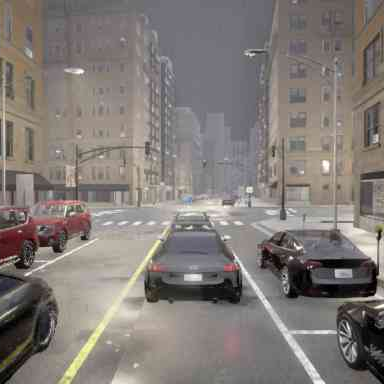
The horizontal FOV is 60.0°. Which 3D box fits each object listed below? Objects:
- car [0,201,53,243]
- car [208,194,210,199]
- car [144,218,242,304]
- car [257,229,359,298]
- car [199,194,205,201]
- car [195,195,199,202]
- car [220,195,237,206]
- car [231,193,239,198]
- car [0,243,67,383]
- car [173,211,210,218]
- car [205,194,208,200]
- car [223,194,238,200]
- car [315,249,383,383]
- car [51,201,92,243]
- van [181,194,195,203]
[{"bbox_3d":[-5.685,1.313,8.297,2.192,1.841,5.009,-1,0,0],"label":"car"},{"bbox_3d":[3.142,1.309,91.986,1.967,1.590,4.097,0,0,9],"label":"car"},{"bbox_3d":[0.039,1.562,8.201,1.994,1.385,4.181,0,0,0],"label":"car"},{"bbox_3d":[2.843,1.564,8.317,1.947,1.339,4.313,-1,0,0],"label":"car"},{"bbox_3d":[1.433,1.405,80.953,1.752,1.417,4.829,0,0,9],"label":"car"},{"bbox_3d":[-0.225,1.337,70.258,1.967,1.590,4.097,0,0,9],"label":"car"},{"bbox_3d":[5.674,1.513,52.657,1.947,1.339,4.313,0,0,9],"label":"car"},{"bbox_3d":[10.724,1.201,85.248,2.192,1.841,5.009,0,0,9],"label":"car"},{"bbox_3d":[-3.002,1.563,3.350,1.994,1.385,4.181,0,0,0],"label":"car"},{"bbox_3d":[-0.019,1.595,17.015,1.895,1.301,4.718,0,0,0],"label":"car"},{"bbox_3d":[2.302,1.455,86.554,1.802,1.307,4.206,0,0,9],"label":"car"},{"bbox_3d":[7.358,1.487,63.520,1.947,1.339,4.313,0,0,9],"label":"car"},{"bbox_3d":[2.851,1.565,2.810,1.947,1.339,4.313,-1,0,0],"label":"car"},{"bbox_3d":[-5.693,1.311,13.805,2.192,1.841,5.009,-1,0,0],"label":"car"},{"bbox_3d":[-1.068,1.249,64.826,1.690,1.788,3.998,0,0,9],"label":"van"}]
